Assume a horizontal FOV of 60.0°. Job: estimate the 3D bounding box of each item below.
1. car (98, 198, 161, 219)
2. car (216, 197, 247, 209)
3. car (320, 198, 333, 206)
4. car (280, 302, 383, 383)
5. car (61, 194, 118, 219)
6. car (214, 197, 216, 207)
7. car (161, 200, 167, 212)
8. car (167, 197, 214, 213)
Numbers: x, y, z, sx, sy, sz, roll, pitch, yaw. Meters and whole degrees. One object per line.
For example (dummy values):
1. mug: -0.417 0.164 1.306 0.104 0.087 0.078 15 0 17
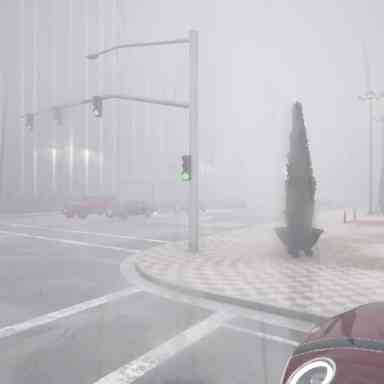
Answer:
1. car: -5.303 1.491 28.933 2.128 1.511 4.902 0 0 35
2. car: 5.721 1.491 44.722 2.128 1.511 4.902 0 0 35
3. car: 22.627 1.601 56.418 1.895 1.301 4.718 0 0 34
4. car: 2.830 1.352 1.952 4.553 1.767 2.097 0 0 36
5. car: -8.898 1.221 29.884 2.150 2.045 5.566 0 0 35
6. car: 2.638 1.477 46.422 1.882 1.535 5.008 0 0 35
7. car: -3.193 1.564 38.070 1.994 1.385 4.181 0 0 35
8. car: -0.092 1.491 36.405 2.128 1.511 4.902 0 0 35
